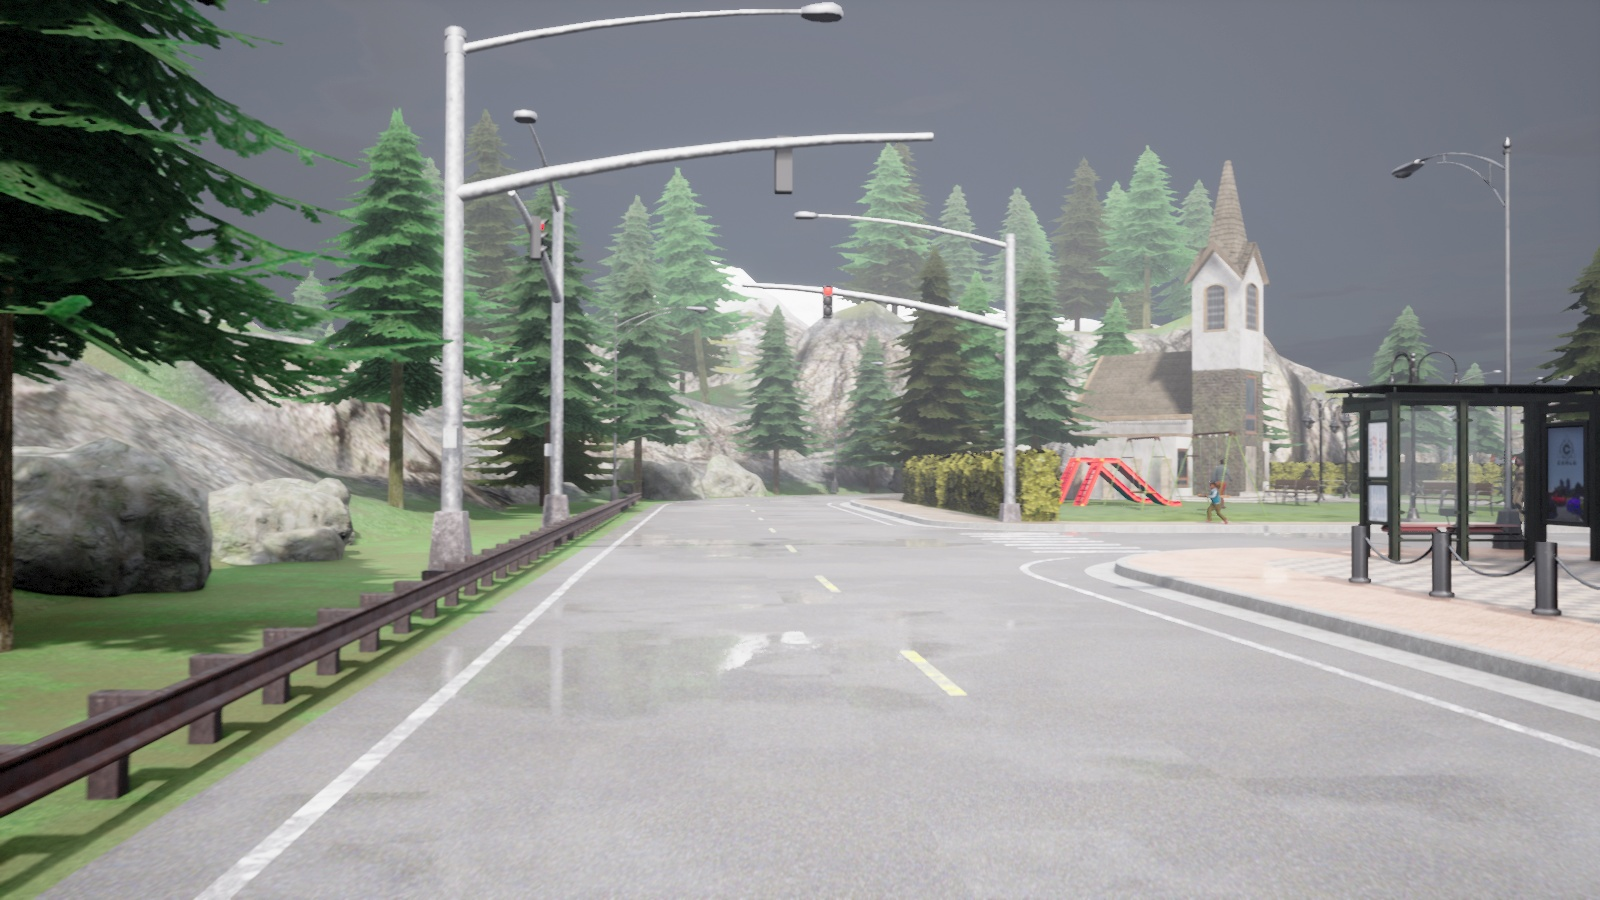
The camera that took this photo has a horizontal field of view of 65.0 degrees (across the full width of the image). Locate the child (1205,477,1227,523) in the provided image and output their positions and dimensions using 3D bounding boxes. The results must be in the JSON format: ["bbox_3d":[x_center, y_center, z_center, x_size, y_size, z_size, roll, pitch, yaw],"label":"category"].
[{"bbox_3d":[10.817,1.291,32.661,0.448,1.192,0.343,0,-1,-7],"label":"child"}]

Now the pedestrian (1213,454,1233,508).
[{"bbox_3d":[14.624,1.057,43.413,0.614,1.847,0.353,1,-1,-40],"label":"pedestrian"}]
